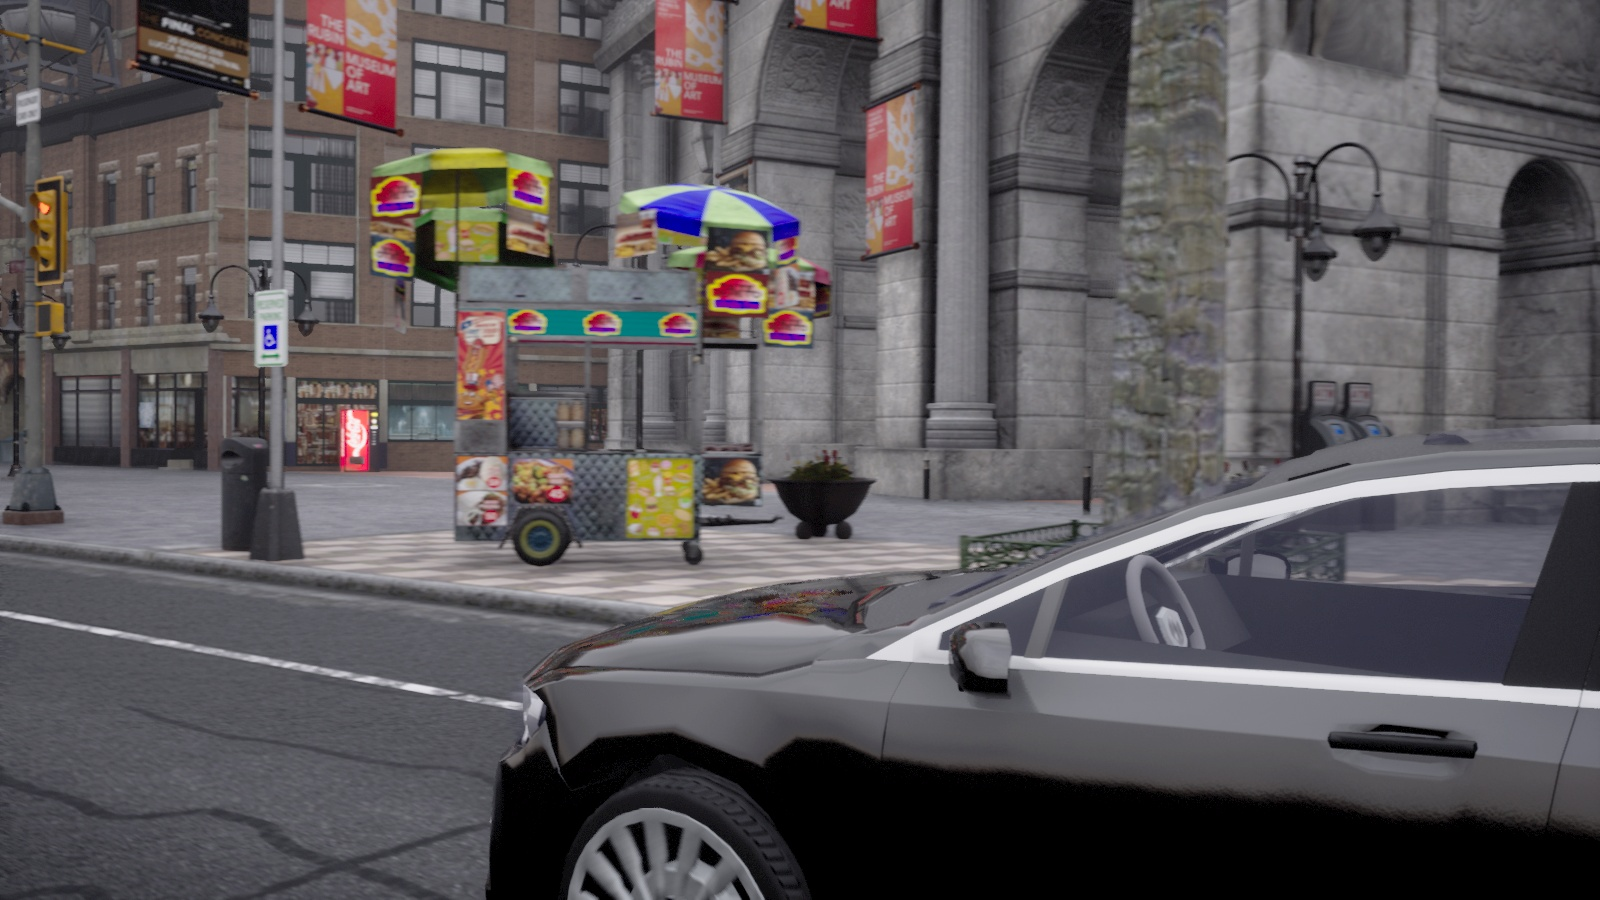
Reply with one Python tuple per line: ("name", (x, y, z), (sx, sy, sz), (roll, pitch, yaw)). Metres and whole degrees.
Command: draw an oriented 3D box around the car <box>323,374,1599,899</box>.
("car", (1.455, 0.638, 2.657), (4.902, 1.511, 2.128), (0, 1, 34))
